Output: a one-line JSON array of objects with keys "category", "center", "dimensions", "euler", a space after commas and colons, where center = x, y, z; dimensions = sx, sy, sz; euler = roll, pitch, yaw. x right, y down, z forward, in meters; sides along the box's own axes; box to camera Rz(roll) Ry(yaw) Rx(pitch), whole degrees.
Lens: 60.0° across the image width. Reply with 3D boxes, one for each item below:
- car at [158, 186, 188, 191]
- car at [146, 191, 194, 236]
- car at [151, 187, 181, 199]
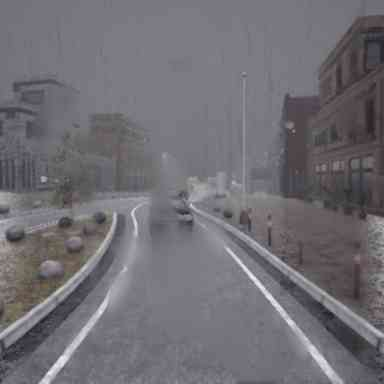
[{"category": "car", "center": [-1.555, 0.179, 33.438], "dimensions": [2.128, 1.511, 4.902], "euler": [0, 1, 11]}, {"category": "car", "center": [-1.083, 1.012, 15.740], "dimensions": [2.128, 1.511, 4.902], "euler": [0, 4, -9]}, {"category": "car", "center": [-3.133, 0.140, 41.244], "dimensions": [2.033, 1.411, 5.357], "euler": [0, 0, 14]}]
